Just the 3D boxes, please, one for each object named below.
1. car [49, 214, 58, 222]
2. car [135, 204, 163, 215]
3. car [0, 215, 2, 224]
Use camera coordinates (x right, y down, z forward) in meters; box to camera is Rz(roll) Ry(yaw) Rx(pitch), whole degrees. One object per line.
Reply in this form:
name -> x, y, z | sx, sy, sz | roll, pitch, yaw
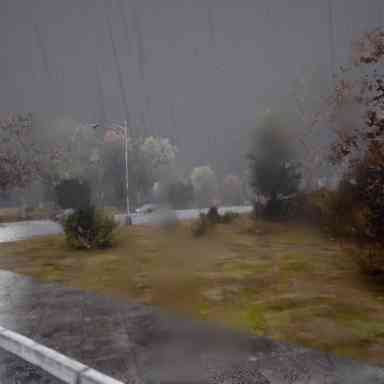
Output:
car -> -13.491, 2.520, 36.689 | 1.994, 1.385, 4.181 | -3, -2, 32
car -> -6.241, 2.511, 48.095 | 2.128, 1.511, 4.902 | -3, -2, 33
car -> -18.934, 2.442, 28.379 | 1.837, 1.490, 4.892 | -3, -2, 35
